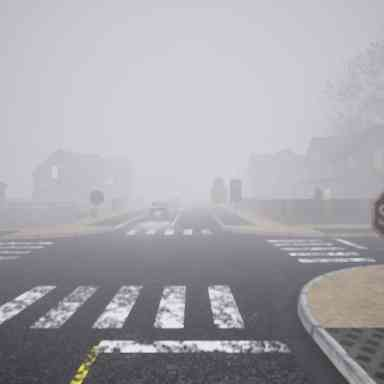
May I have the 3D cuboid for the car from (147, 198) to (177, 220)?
[{"bbox_3d":[-2.671,1.506,28.374,2.128,1.511,4.902,0,0,0],"label":"car"}]

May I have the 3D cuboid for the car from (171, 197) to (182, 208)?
[{"bbox_3d":[-2.609,1.534,51.021,1.882,1.535,5.008,0,0,0],"label":"car"}]
